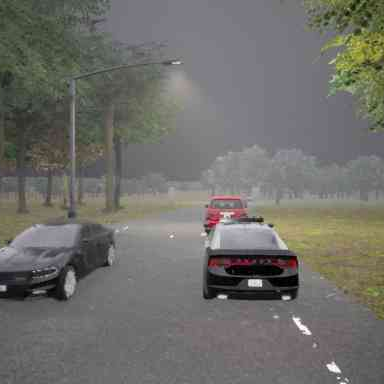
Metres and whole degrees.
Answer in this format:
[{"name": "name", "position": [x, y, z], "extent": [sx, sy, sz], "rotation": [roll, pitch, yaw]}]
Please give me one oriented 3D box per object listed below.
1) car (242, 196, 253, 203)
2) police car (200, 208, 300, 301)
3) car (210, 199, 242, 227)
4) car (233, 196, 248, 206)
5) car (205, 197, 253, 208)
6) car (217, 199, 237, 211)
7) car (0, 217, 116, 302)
[{"name": "car", "position": [14.578, 1.937, 87.431], "extent": [1.882, 1.535, 5.008], "rotation": [0, 0, 23]}, {"name": "police car", "position": [1.244, 1.433, 8.548], "extent": [1.930, 1.638, 5.238], "rotation": [0, 0, 2]}, {"name": "car", "position": [2.469, 1.405, 24.160], "extent": [2.097, 1.767, 4.553], "rotation": [0, 0, 7]}, {"name": "car", "position": [9.135, 1.620, 62.172], "extent": [2.097, 1.767, 4.553], "rotation": [0, 0, 17]}, {"name": "car", "position": [1.882, 1.260, 18.323], "extent": [2.150, 2.045, 5.566], "rotation": [0, 0, 5]}, {"name": "car", "position": [4.824, 1.686, 44.892], "extent": [2.033, 1.411, 5.357], "rotation": [0, 0, 13]}, {"name": "car", "position": [-3.395, 1.483, 8.550], "extent": [1.882, 1.535, 5.008], "rotation": [0, 0, 2]}]
